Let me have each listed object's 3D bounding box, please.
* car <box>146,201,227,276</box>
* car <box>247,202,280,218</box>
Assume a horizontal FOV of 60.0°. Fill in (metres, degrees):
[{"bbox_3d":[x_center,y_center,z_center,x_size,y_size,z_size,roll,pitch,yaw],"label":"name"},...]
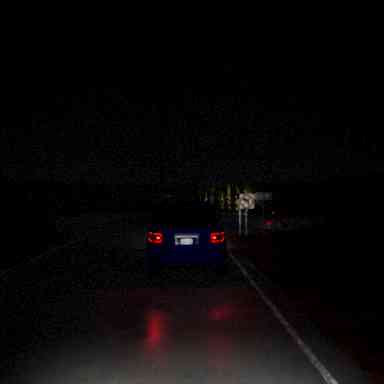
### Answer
[{"bbox_3d":[-0.183,1.311,10.821,2.150,2.045,5.566,0,0,-1],"label":"car"},{"bbox_3d":[7.041,1.751,33.203,2.128,1.511,4.902,1,-1,-12],"label":"car"}]
